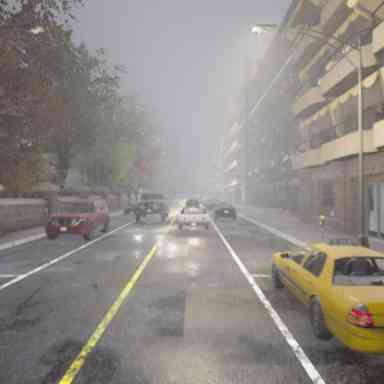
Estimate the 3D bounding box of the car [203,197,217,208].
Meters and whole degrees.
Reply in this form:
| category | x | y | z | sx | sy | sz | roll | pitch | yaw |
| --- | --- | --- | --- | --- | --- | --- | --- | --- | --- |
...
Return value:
| category | x | y | z | sx | sy | sz | roll | pitch | yaw |
| --- | --- | --- | --- | --- | --- | --- | --- | --- | --- |
| car | 2.727 | 1.574 | 50.333 | 1.887 | 1.381 | 4.507 | 1 | 0 | 0 |

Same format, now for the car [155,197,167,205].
| category | x | y | z | sx | sy | sz | roll | pitch | yaw |
| --- | --- | --- | --- | --- | --- | --- | --- | --- | --- |
| car | -5.647 | 1.582 | 61.385 | 1.887 | 1.381 | 4.507 | 1 | 0 | 0 |

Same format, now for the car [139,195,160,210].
| category | x | y | z | sx | sy | sz | roll | pitch | yaw |
| --- | --- | --- | --- | --- | --- | --- | --- | --- | --- |
| car | -5.651 | 1.342 | 44.815 | 2.192 | 1.841 | 5.009 | 1 | 0 | 0 |

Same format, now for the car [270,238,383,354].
| category | x | y | z | sx | sy | sz | roll | pitch | yaw |
| --- | --- | --- | --- | --- | --- | --- | --- | --- | --- |
| car | 2.707 | 1.529 | 6.316 | 1.752 | 1.417 | 4.829 | 1 | 0 | 0 |

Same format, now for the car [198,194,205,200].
| category | x | y | z | sx | sy | sz | roll | pitch | yaw |
| --- | --- | --- | --- | --- | --- | --- | --- | --- | --- |
| car | 2.719 | 1.499 | 94.521 | 1.967 | 1.590 | 4.097 | 1 | 0 | 0 |

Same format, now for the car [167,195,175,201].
| category | x | y | z | sx | sy | sz | roll | pitch | yaw |
| --- | --- | --- | --- | --- | --- | --- | --- | --- | --- |
| car | -5.618 | 1.622 | 89.002 | 1.947 | 1.339 | 4.313 | 1 | 0 | 0 |

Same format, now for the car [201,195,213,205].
| category | x | y | z | sx | sy | sz | roll | pitch | yaw |
| --- | --- | --- | --- | --- | --- | --- | --- | --- | --- |
| car | 2.734 | 1.477 | 61.381 | 1.967 | 1.590 | 4.097 | 1 | 0 | 0 |

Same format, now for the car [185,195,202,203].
| category | x | y | z | sx | sy | sz | roll | pitch | yaw |
| --- | --- | --- | --- | --- | --- | --- | --- | --- | --- |
| car | 0.122 | 1.534 | 45.358 | 1.837 | 1.490 | 4.892 | 0 | 1 | 0 |

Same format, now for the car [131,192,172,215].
| category | x | y | z | sx | sy | sz | roll | pitch | yaw |
| --- | --- | --- | --- | --- | --- | --- | --- | --- | --- |
| car | -2.988 | 0.959 | 25.876 | 2.150 | 2.045 | 5.566 | 0 | 0 | 0 |

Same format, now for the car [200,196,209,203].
| category | x | y | z | sx | sy | sz | roll | pitch | yaw |
| --- | --- | --- | --- | --- | --- | --- | --- | --- | --- |
| car | 2.738 | 1.569 | 72.597 | 1.752 | 1.417 | 4.829 | 1 | 0 | 0 |

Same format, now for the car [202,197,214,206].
| category | x | y | z | sx | sy | sz | roll | pitch | yaw |
| --- | --- | --- | --- | --- | --- | --- | --- | --- | --- |
| car | 2.730 | 1.559 | 56.027 | 1.752 | 1.417 | 4.829 | 1 | 0 | 0 |

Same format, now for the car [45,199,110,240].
| category | x | y | z | sx | sy | sz | roll | pitch | yaw |
| --- | --- | --- | --- | --- | --- | --- | --- | --- | --- |
| car | -5.664 | 1.326 | 17.198 | 2.192 | 1.841 | 5.009 | 1 | 0 | 0 |

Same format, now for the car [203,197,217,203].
| category | x | y | z | sx | sy | sz | roll | pitch | yaw |
| --- | --- | --- | --- | --- | --- | --- | --- | --- | --- |
| car | 2.722 | 1.589 | 39.287 | 1.947 | 1.339 | 4.313 | 1 | 0 | 0 |

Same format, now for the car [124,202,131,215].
| category | x | y | z | sx | sy | sz | roll | pitch | yaw |
| --- | --- | --- | --- | --- | --- | --- | --- | --- | --- |
| car | -5.661 | 1.587 | 33.768 | 1.947 | 1.339 | 4.313 | 1 | 0 | 0 |

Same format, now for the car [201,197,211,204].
| category | x | y | z | sx | sy | sz | roll | pitch | yaw |
| --- | --- | --- | --- | --- | --- | --- | --- | --- | --- |
| car | 2.734 | 1.622 | 66.904 | 1.802 | 1.307 | 4.206 | 1 | 0 | 0 |

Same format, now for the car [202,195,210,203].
| category | x | y | z | sx | sy | sz | roll | pitch | yaw |
| --- | --- | --- | --- | --- | --- | --- | --- | --- | --- |
| car | 2.727 | 1.467 | 44.810 | 1.967 | 1.590 | 4.097 | 1 | 0 | 0 |

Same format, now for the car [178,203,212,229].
| category | x | y | z | sx | sy | sz | roll | pitch | yaw |
| --- | --- | --- | --- | --- | --- | --- | --- | --- | --- |
| car | 0.112 | 1.614 | 21.922 | 1.895 | 1.301 | 4.718 | 0 | 0 | 0 |

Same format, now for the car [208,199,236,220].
| category | x | y | z | sx | sy | sz | roll | pitch | yaw |
| --- | --- | --- | --- | --- | --- | --- | --- | --- | --- |
| car | 2.716 | 1.583 | 28.239 | 1.947 | 1.339 | 4.313 | 1 | 0 | 0 |
